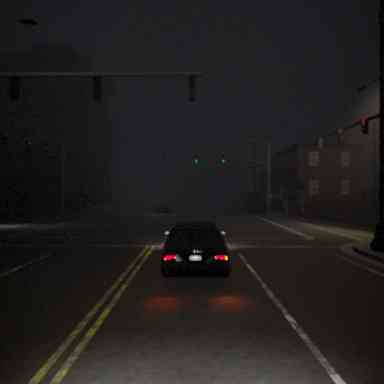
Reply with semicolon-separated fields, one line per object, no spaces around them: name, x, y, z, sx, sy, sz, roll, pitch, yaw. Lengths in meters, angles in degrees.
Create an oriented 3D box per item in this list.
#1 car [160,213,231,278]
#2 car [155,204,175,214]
car;0.098;1.601;10.279;2.033;1.411;5.357;0;0;0
car;-3.583;2.225;42.710;1.812;1.442;4.674;0;-5;0
